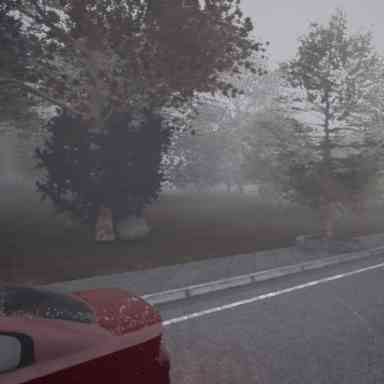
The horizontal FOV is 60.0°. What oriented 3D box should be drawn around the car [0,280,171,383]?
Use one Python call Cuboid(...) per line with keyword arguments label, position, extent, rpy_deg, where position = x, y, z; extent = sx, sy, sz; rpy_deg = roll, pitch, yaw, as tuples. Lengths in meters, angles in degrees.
Cuboid(label="car", position=(-2.527, 1.481, 2.192), extent=(5.008, 1.535, 1.882), rpy_deg=(0, 0, -35))
